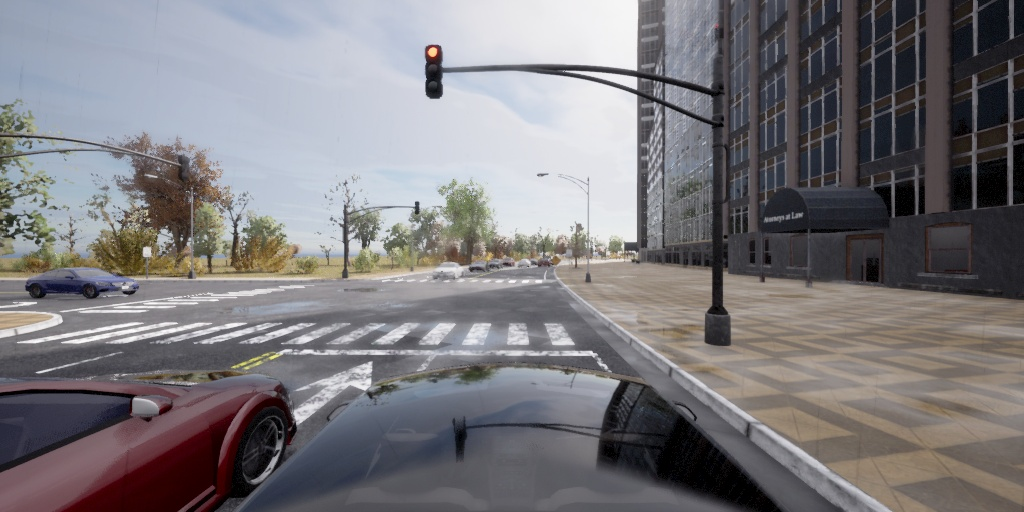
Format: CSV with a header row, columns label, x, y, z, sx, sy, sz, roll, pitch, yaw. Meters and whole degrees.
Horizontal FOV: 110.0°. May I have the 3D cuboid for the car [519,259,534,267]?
label,x,y,z,sx,sy,sz,roll,pitch,yaw
car,2.311,1.282,63.892,1.812,1.442,4.674,0,0,9

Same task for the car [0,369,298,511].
label,x,y,z,sx,sy,sz,roll,pitch,yaw
car,-3.108,1.314,1.836,1.994,1.385,4.181,0,0,0

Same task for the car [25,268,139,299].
label,x,y,z,sx,sy,sz,roll,pitch,yaw
car,-21.674,1.322,18.105,4.674,1.442,1.812,0,0,4

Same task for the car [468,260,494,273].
label,x,y,z,sx,sy,sz,roll,pitch,yaw
car,-3.984,1.296,44.745,2.033,1.411,5.357,0,0,6

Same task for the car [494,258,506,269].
label,x,y,z,sx,sy,sz,roll,pitch,yaw
car,-2.578,1.257,55.207,1.837,1.490,4.892,0,0,9

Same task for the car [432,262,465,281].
label,x,y,z,sx,sy,sz,roll,pitch,yaw
car,-5.380,1.273,30.772,1.812,1.442,4.674,0,0,5

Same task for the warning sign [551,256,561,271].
label,x,y,z,sx,sy,sz,roll,pitch,yaw
warning sign,5.397,0.868,43.986,1.300,1.860,1.060,0,0,7
